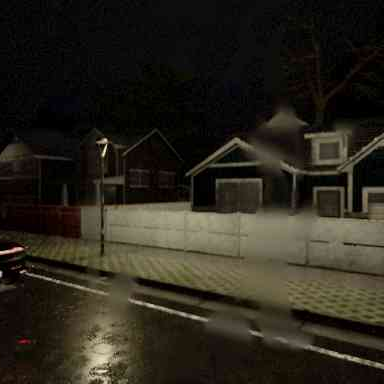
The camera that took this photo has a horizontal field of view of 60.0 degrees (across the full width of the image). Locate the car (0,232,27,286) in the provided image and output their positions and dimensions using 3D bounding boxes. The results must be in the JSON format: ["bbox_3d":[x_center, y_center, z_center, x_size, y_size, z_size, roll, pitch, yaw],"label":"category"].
[{"bbox_3d":[-6.021,1.495,8.178,4.902,1.511,2.128,0,0,35],"label":"car"}]
